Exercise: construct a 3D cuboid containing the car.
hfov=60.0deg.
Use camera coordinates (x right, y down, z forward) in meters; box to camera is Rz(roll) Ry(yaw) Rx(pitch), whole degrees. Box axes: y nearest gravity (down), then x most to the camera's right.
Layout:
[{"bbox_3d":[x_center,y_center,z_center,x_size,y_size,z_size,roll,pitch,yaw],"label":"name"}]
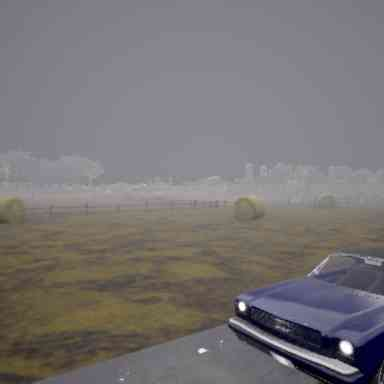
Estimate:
[{"bbox_3d":[2.825,1.610,5.081,4.718,1.301,1.895,0,0,-36],"label":"car"}]
